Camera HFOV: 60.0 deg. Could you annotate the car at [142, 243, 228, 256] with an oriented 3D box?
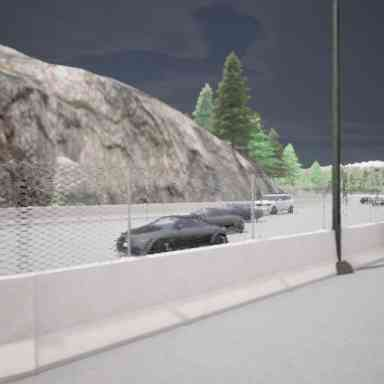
[{"bbox_3d":[-0.628,1.580,12.404,4.181,1.385,1.994,0,0,-38],"label":"car"}]
